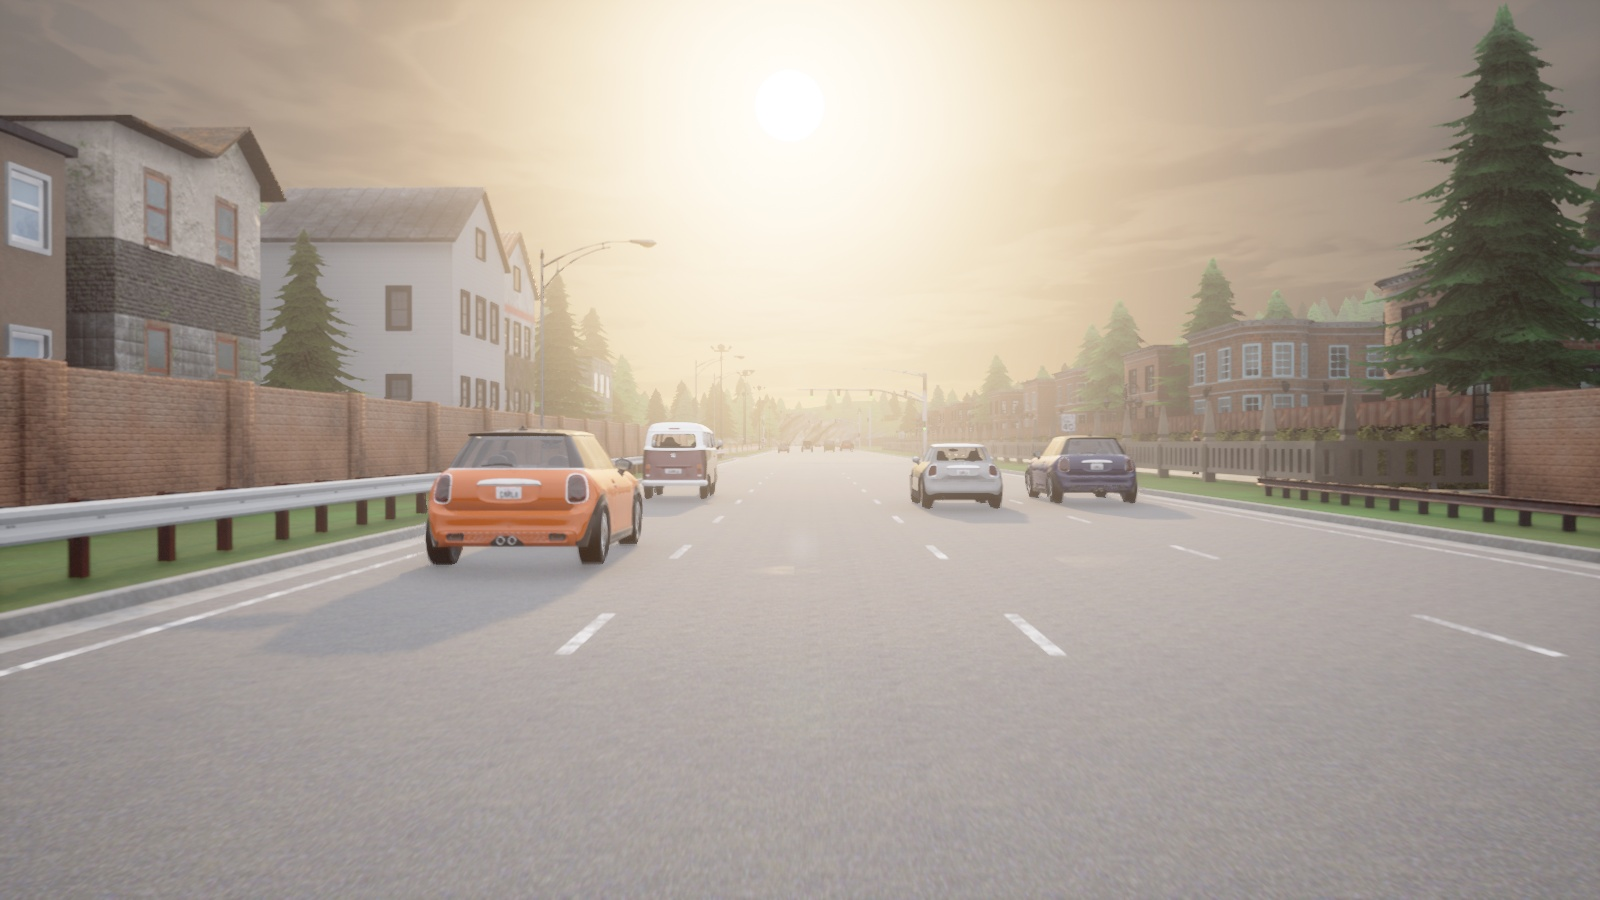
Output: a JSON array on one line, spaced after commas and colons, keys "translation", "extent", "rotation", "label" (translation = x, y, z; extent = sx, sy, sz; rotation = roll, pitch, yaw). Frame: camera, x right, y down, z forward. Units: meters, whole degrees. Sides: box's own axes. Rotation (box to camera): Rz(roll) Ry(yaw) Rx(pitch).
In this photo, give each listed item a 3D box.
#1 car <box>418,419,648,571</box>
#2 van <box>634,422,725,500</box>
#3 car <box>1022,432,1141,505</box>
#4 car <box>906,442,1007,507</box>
[{"translation": [-3.388, 0.507, 16.897], "extent": [2.097, 1.767, 4.553], "rotation": [0, 0, 0], "label": "car"}, {"translation": [-3.285, 0.270, 35.022], "extent": [2.069, 2.038, 4.480], "rotation": [0, 0, 0], "label": "van"}, {"translation": [7.201, 0.427, 32.629], "extent": [2.097, 1.767, 4.553], "rotation": [0, 0, 0], "label": "car"}, {"translation": [3.687, 0.545, 30.195], "extent": [1.970, 1.475, 3.806], "rotation": [0, 0, 0], "label": "car"}]
